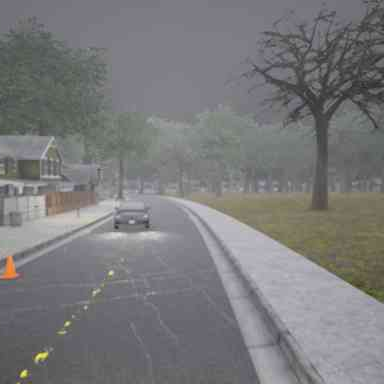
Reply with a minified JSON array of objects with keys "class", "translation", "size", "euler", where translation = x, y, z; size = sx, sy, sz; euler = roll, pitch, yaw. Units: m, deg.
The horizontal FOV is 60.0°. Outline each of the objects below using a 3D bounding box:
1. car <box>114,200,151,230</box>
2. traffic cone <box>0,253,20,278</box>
[{"class":"car","translation":[-3.355,1.201,18.890],"size":[1.812,1.442,4.674],"euler":[0,1,-9]},{"class":"traffic cone","translation":[-4.531,1.806,8.291],"size":[0.340,0.580,0.340],"euler":[0,1,-2]}]
